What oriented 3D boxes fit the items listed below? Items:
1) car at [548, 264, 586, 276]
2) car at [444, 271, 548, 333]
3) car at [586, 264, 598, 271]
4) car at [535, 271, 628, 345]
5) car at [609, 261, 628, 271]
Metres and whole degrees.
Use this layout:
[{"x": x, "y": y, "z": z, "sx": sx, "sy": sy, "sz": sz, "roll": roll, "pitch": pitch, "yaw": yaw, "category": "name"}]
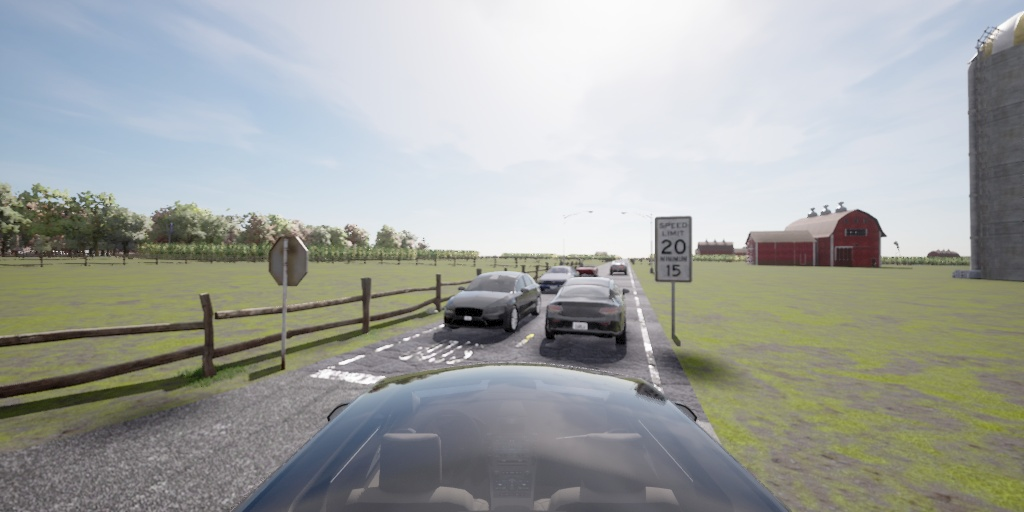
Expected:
[{"x": 3.010, "y": 1.342, "z": 21.821, "sx": 2.033, "sy": 1.411, "sz": 5.357, "roll": 0, "pitch": 0, "yaw": 18, "category": "car"}, {"x": -0.372, "y": 1.273, "z": 11.083, "sx": 1.837, "sy": 1.490, "sz": 4.892, "roll": 0, "pitch": 0, "yaw": 17, "category": "car"}, {"x": 7.507, "y": 1.428, "z": 35.812, "sx": 1.895, "sy": 1.301, "sz": 4.718, "roll": 0, "pitch": 0, "yaw": 18, "category": "car"}, {"x": 2.112, "y": 1.294, "z": 9.639, "sx": 1.812, "sy": 1.442, "sz": 4.674, "roll": 0, "pitch": 0, "yaw": 18, "category": "car"}, {"x": 12.210, "y": 1.333, "z": 41.056, "sx": 2.128, "sy": 1.511, "sz": 4.902, "roll": 0, "pitch": 0, "yaw": 18, "category": "car"}]
